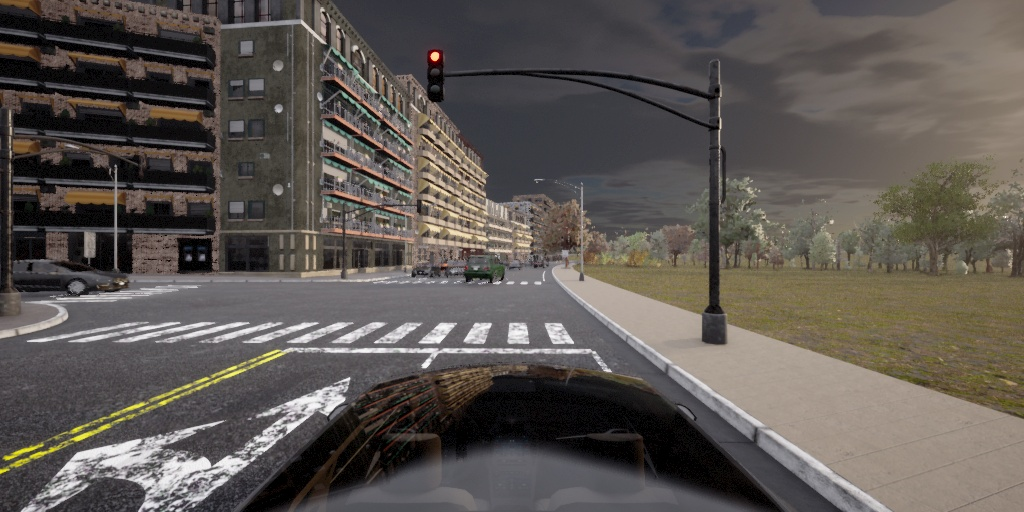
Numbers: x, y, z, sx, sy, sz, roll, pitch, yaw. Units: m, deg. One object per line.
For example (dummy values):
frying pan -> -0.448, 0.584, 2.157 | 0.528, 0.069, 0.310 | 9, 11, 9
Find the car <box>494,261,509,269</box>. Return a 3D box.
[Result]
car -> -1.815, 1.531, 63.438 | 1.895, 1.301, 4.718 | 0, 0, 9

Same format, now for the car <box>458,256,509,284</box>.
car -> -2.060, 1.009, 28.046 | 2.150, 2.045, 5.566 | 1, 0, 12

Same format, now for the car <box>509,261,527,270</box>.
car -> 0.735, 1.448, 57.209 | 2.033, 1.411, 5.357 | 0, 0, 8

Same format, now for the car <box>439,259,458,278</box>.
car -> -5.134, 1.302, 34.951 | 2.128, 1.511, 4.902 | 0, 0, 5

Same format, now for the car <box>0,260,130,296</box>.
car -> -20.022, 0.948, 15.677 | 4.892, 1.490, 1.837 | 1, 0, -13

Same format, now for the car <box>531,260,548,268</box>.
car -> 5.014, 1.448, 64.891 | 1.837, 1.490, 4.892 | 0, 0, 9

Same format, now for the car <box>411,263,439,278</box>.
car -> -8.364, 1.375, 35.322 | 1.994, 1.385, 4.181 | 0, 0, 5

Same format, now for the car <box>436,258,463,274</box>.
car -> -7.582, 1.195, 43.742 | 2.097, 1.767, 4.553 | 0, 0, 6
